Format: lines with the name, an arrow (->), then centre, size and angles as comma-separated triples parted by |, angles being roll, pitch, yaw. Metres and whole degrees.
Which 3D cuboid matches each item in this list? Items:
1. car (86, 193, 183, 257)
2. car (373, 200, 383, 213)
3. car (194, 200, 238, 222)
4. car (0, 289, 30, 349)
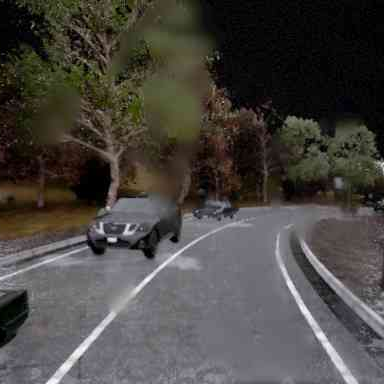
car -> -1.884, 1.103, 12.908 | 2.150, 2.045, 5.566 | 2, 1, 12
car -> 30.577, 2.327, 51.968 | 5.566, 2.045, 2.150 | 3, 3, -35
car -> 1.965, 1.309, 25.201 | 2.033, 1.411, 5.357 | 3, 1, 24
car -> -3.284, 1.556, 2.389 | 1.895, 1.301, 4.718 | 1, 0, 3
